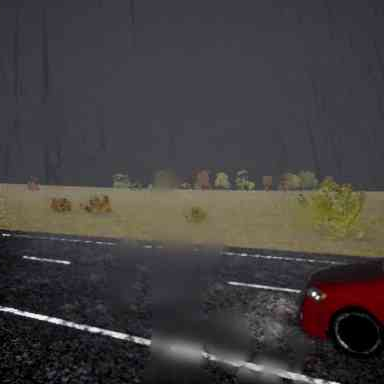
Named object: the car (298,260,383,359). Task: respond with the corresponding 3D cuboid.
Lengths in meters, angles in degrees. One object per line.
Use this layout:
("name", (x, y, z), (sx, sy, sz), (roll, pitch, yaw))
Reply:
("car", (3.708, 1.512, 4.706), (4.181, 1.385, 1.994), (0, 0, 26))
